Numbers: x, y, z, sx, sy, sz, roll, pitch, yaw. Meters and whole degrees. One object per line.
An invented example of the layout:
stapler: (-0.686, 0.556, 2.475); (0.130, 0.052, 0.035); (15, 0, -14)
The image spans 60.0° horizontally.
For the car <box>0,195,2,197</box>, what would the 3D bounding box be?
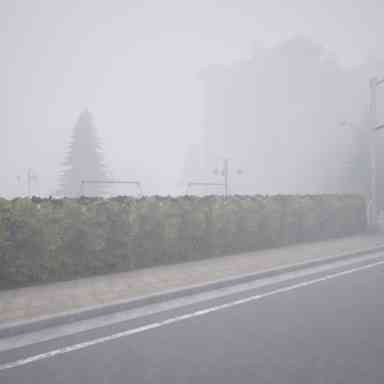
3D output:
car: (-40.266, 1.374, 67.273); (3.633, 1.501, 1.845); (0, 0, -37)
